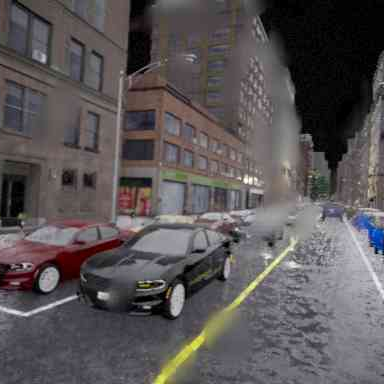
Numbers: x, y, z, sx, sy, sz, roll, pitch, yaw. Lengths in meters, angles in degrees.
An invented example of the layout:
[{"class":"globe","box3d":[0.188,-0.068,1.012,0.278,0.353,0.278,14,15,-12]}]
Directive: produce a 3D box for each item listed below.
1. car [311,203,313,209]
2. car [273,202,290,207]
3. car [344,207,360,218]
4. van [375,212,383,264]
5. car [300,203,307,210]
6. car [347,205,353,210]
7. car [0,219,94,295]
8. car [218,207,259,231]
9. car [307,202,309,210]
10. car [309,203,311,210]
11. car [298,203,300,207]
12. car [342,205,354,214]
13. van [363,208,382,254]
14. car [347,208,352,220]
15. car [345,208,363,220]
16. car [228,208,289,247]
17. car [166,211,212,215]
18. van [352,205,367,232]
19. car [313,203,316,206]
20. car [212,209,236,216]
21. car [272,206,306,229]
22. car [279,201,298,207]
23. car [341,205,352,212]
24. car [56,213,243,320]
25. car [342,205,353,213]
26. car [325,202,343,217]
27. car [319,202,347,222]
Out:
[{"class":"car","box3d":[25.149,3.091,74.080,1.967,1.590,4.097,3,0,23]},{"class":"car","box3d":[9.870,2.198,38.622,1.752,1.417,4.829,3,0,23]},{"class":"car","box3d":[24.279,3.026,50.540,2.008,1.369,4.403,3,0,23]},{"class":"van","box3d":[6.917,1.733,10.204,1.690,1.788,3.998,3,0,23]},{"class":"car","box3d":[18.632,2.668,58.950,1.967,1.590,4.097,3,0,23]},{"class":"car","box3d":[19.950,2.516,40.456,2.192,1.841,5.009,3,0,23]},{"class":"car","box3d":[-3.102,1.414,8.519,1.887,1.381,4.507,3,0,23]},{"class":"car","box3d":[3.414,1.853,23.648,1.802,1.307,4.206,3,0,23]},{"class":"car","box3d":[20.732,2.888,63.838,1.752,1.417,4.829,3,0,23]},{"class":"car","box3d":[22.971,3.059,69.037,2.008,1.369,4.403,3,0,23]},{"class":"car","box3d":[14.278,2.532,48.864,1.802,1.307,4.206,3,0,23]},{"class":"car","box3d":[30.794,3.440,65.665,1.887,1.381,4.507,3,0,23]},{"class":"van","box3d":[9.090,1.866,15.246,1.690,1.788,3.998,3,0,23]},{"class":"car","box3d":[15.592,2.480,30.372,2.008,1.369,4.403,3,0,23]},{"class":"car","box3d":[22.107,2.903,45.498,1.947,1.339,4.313,3,0,23]},{"class":"car","box3d":[3.505,1.772,16.903,1.812,1.442,4.674,3,0,23]},{"class":"car","box3d":[-0.995,1.524,13.406,1.752,1.417,4.829,3,0,23]},{"class":"van","box3d":[13.433,2.135,25.330,1.690,1.788,3.998,3,0,23]},{"class":"car","box3d":[29.494,3.377,84.167,1.967,1.590,4.097,3,0,23]},{"class":"car","box3d":[1.242,1.719,18.606,1.802,1.307,4.206,3,0,23]},{"class":"car","box3d":[7.491,2.093,26.145,1.895,1.301,4.718,3,0,24]},{"class":"car","box3d":[12.122,2.128,43.821,2.192,1.841,5.009,3,0,23]},{"class":"car","box3d":[35.136,3.731,75.749,2.008,1.369,4.403,3,0,23]},{"class":"car","box3d":[-0.463,1.480,7.715,1.882,1.535,5.008,3,0,22]},{"class":"car","box3d":[32.965,3.582,70.708,1.887,1.381,4.507,3,0,23]},{"class":"car","box3d":[20.954,2.518,49.244,2.150,2.045,5.566,3,0,22]},{"class":"car","box3d":[15.881,2.200,37.513,2.150,2.045,5.566,3,0,23]}]
